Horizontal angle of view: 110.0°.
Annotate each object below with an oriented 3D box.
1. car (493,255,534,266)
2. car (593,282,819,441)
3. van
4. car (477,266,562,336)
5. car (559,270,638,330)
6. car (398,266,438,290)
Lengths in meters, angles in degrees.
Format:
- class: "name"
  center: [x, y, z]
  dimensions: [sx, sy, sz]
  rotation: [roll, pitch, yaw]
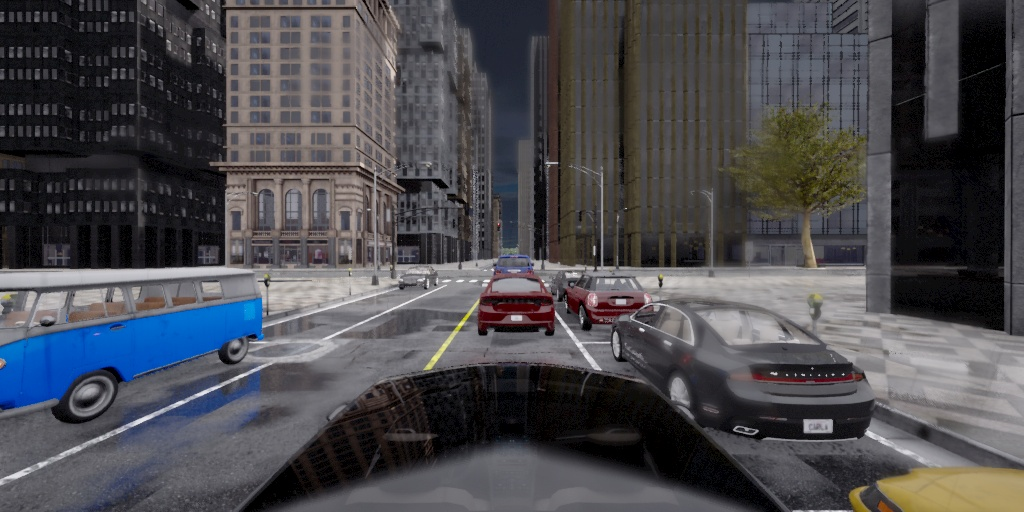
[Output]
- class: "car"
  center: [0.102, 0.967, 20.331]
  dimensions: [2.150, 2.045, 5.566]
  rotation: [0, 0, 0]
- class: "car"
  center: [2.769, 1.300, 5.421]
  dimensions: [2.007, 1.370, 4.403]
  rotation: [0, 0, 0]
- class: "van"
  center: [-5.756, 1.090, 5.431]
  dimensions: [1.690, 1.789, 3.998]
  rotation: [0, 0, 0]
- class: "car"
  center: [0.106, 1.226, 10.447]
  dimensions: [1.882, 1.535, 5.008]
  rotation: [0, 0, 0]
- class: "car"
  center: [2.777, 1.188, 11.062]
  dimensions: [1.967, 1.591, 4.097]
  rotation: [0, 0, 0]
- class: "car"
  center: [-5.734, 1.296, 22.354]
  dimensions: [2.007, 1.370, 4.403]
  rotation: [0, 0, 0]
